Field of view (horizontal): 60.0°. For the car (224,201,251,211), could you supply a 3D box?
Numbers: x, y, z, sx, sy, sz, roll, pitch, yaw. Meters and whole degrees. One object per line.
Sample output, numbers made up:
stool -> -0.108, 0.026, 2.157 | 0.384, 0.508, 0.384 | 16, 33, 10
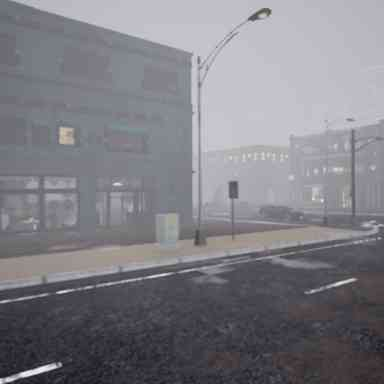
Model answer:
car -> 6.814, 1.878, 45.990 | 1.802, 1.307, 4.206 | -2, 0, -35

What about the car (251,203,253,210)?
car -> 10.024, 1.784, 41.480 | 2.008, 1.369, 4.403 | -2, 0, -35

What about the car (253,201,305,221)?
car -> 7.937, 1.795, 29.752 | 1.947, 1.339, 4.313 | -2, 0, -35

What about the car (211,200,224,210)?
car -> 3.605, 1.940, 50.498 | 1.802, 1.307, 4.206 | -2, 0, -35

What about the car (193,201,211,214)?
car -> -0.015, 1.827, 41.127 | 1.967, 1.590, 4.097 | -2, 0, -35
